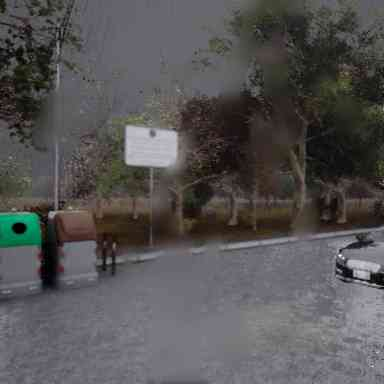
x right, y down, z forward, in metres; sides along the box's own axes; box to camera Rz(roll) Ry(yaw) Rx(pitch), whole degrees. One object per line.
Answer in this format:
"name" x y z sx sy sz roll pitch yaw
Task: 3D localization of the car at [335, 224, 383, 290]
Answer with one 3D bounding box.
"car" 5.703 1.564 8.720 4.902 1.511 2.128 1 0 -36
